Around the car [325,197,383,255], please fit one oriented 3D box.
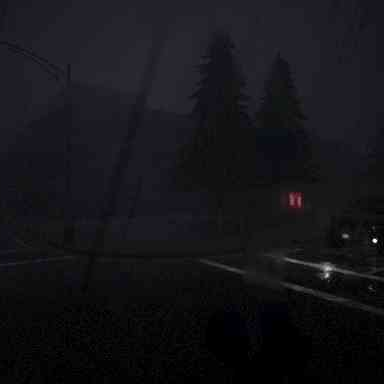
[{"bbox_3d":[7.795,1.248,13.692,5.566,2.045,2.150,0,0,-36],"label":"car"}]
